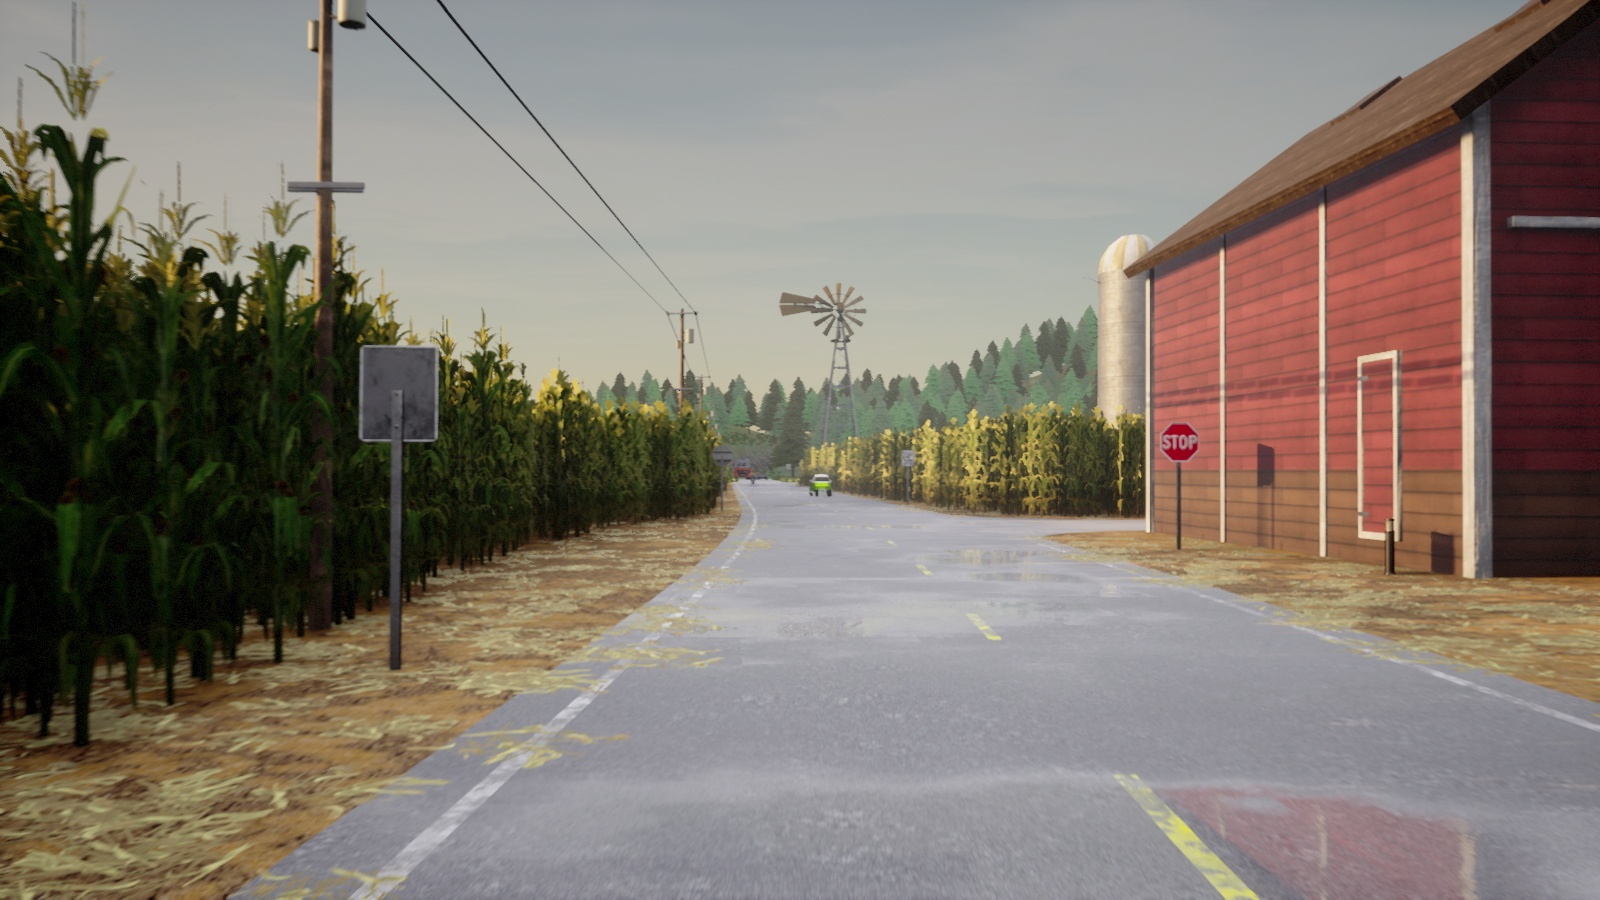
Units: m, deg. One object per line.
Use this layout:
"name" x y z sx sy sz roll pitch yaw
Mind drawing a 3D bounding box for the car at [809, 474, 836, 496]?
"car" 1.379 2.176 78.326 1.481 1.376 2.207 0 -1 -3
